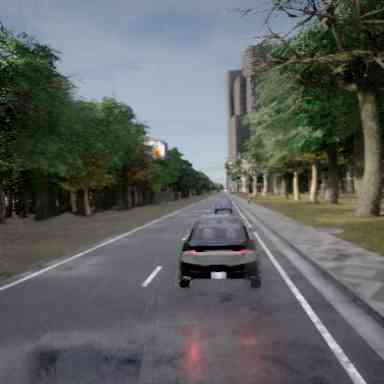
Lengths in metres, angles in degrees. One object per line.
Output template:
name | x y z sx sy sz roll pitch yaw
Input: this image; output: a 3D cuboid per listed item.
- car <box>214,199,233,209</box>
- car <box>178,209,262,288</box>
car | 3.346 1.443 35.225 2.033 1.411 5.357 -2 0 6
car | 0.771 1.464 9.138 2.128 1.511 4.902 -2 0 6
